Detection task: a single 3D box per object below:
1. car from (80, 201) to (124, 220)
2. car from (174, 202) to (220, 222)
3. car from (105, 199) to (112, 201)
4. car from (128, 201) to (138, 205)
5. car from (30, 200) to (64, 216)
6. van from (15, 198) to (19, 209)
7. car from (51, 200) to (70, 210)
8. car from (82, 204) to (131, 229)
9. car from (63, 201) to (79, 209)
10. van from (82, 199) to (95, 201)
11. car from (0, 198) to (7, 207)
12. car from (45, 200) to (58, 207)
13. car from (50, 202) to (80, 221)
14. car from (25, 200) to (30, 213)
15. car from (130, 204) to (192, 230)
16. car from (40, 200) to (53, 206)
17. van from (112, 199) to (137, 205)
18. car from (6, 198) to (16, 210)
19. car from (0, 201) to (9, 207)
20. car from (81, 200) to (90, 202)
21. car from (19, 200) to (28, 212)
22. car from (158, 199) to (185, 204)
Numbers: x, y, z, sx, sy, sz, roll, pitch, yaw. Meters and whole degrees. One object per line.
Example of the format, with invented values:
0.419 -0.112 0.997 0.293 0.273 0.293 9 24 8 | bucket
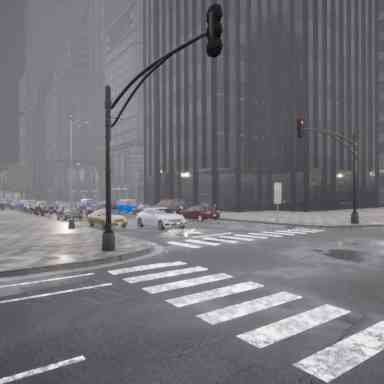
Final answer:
-8.995 1.914 32.850 2.128 1.511 4.902 0 -1 -35 | car
0.597 1.828 29.446 1.887 1.381 4.507 -1 0 -35 | car
-11.163 1.875 46.055 2.192 1.841 5.009 -1 0 -35 | car
-5.279 2.004 37.750 1.802 1.307 4.206 -1 0 -35 | car
-17.677 1.901 40.460 2.192 1.841 5.009 -1 0 -35 | car
-26.158 2.123 52.414 1.690 1.788 3.998 -1 0 -35 | van
-23.018 2.271 57.971 1.882 1.535 5.008 0 -1 -35 | car
-6.266 1.843 24.382 1.752 1.417 4.829 -1 0 -35 | car
-22.656 2.407 62.219 1.802 1.307 4.206 -1 0 -35 | car
-17.040 2.038 54.360 1.690 1.788 3.998 -1 0 -35 | van
-41.246 2.668 73.687 1.887 1.381 4.507 -1 0 -35 | car
-31.686 2.596 74.947 1.947 1.339 4.313 -1 0 -35 | car
-12.018 2.004 32.490 2.008 1.369 4.403 -1 0 -35 | car
-20.499 2.196 44.444 1.887 1.381 4.507 -1 0 -35 | car
-2.281 1.790 23.399 1.812 1.442 4.674 0 -1 -37 | car
-34.697 2.661 79.191 1.947 1.339 4.313 -1 0 -35 | car
-8.224 1.833 41.903 1.690 1.788 3.998 -1 0 -35 | van
-31.913 2.354 60.529 1.967 1.590 4.097 -1 0 -35 | car
-44.356 2.772 78.073 1.802 1.307 4.206 -1 0 -35 | car
-17.035 2.257 49.589 1.895 1.301 4.718 0 -1 -35 | car
-23.328 2.157 48.429 1.967 1.590 4.097 -1 0 -35 | car
-2.347 1.668 33.598 2.192 1.841 5.009 -1 0 -35 | car
